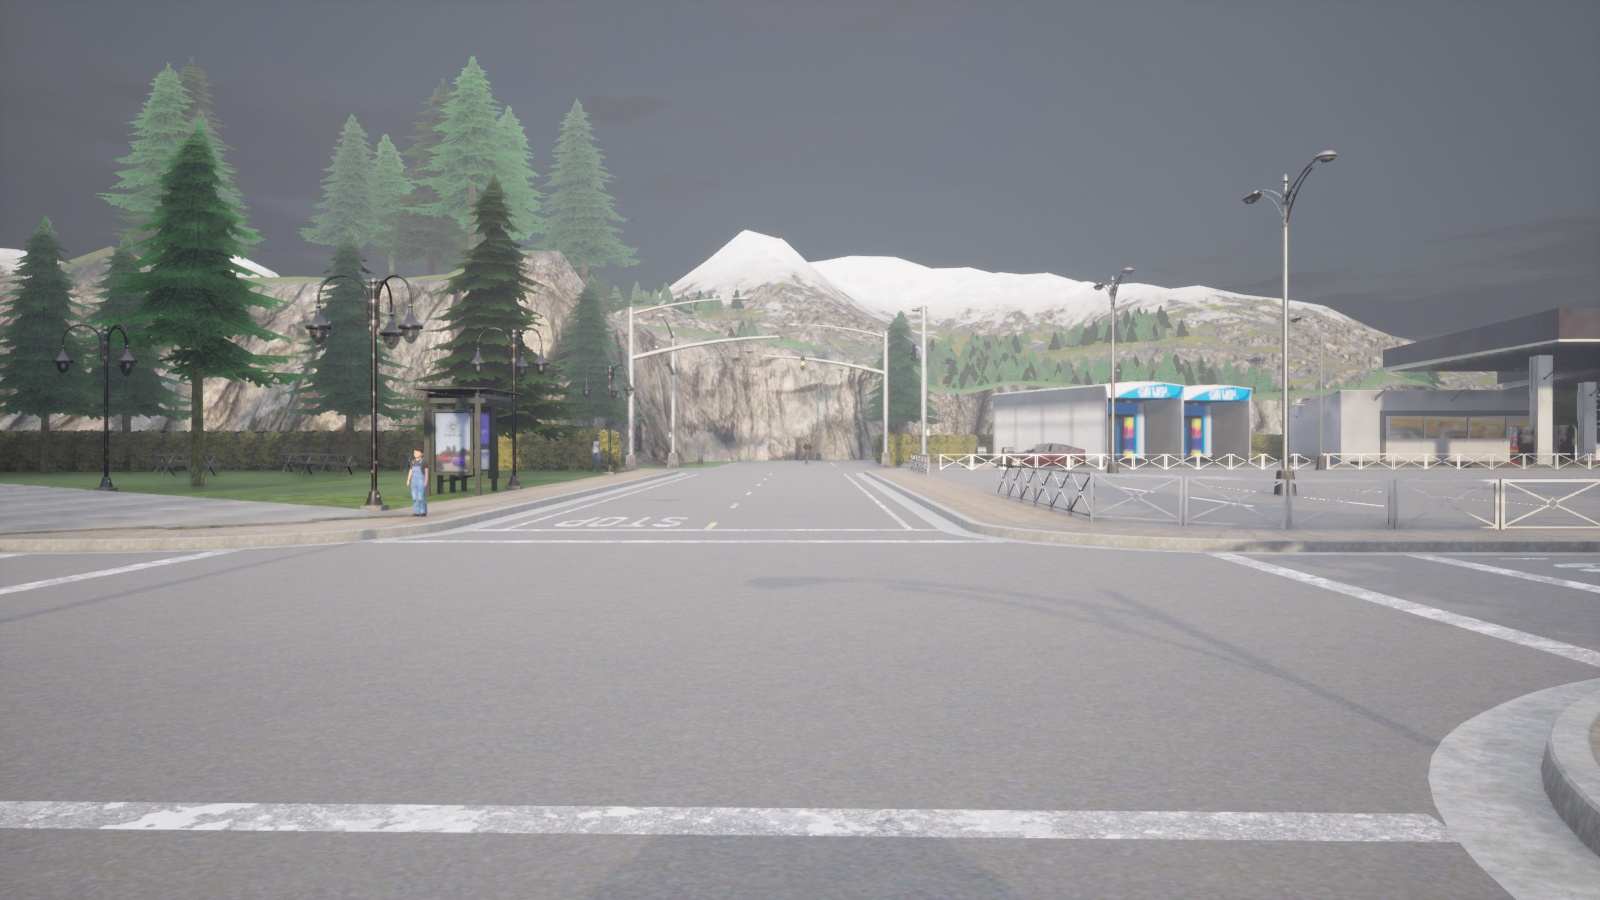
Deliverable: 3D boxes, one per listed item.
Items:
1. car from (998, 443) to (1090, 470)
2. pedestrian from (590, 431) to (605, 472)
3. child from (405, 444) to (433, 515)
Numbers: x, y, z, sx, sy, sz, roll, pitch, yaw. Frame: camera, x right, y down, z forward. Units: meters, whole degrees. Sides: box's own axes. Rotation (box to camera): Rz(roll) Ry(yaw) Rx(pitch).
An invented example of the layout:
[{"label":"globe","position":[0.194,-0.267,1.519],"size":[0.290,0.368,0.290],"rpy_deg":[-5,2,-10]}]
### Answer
[{"label":"car","position":[13.670,0.359,70.541],"size":[4.792,1.488,2.163],"rpy_deg":[0,0,1]},{"label":"pedestrian","position":[-9.243,0.071,57.272],"size":[0.354,1.836,0.706],"rpy_deg":[0,0,-38]},{"label":"child","position":[-6.858,0.519,22.614],"size":[0.270,1.263,0.437],"rpy_deg":[0,0,19]}]
